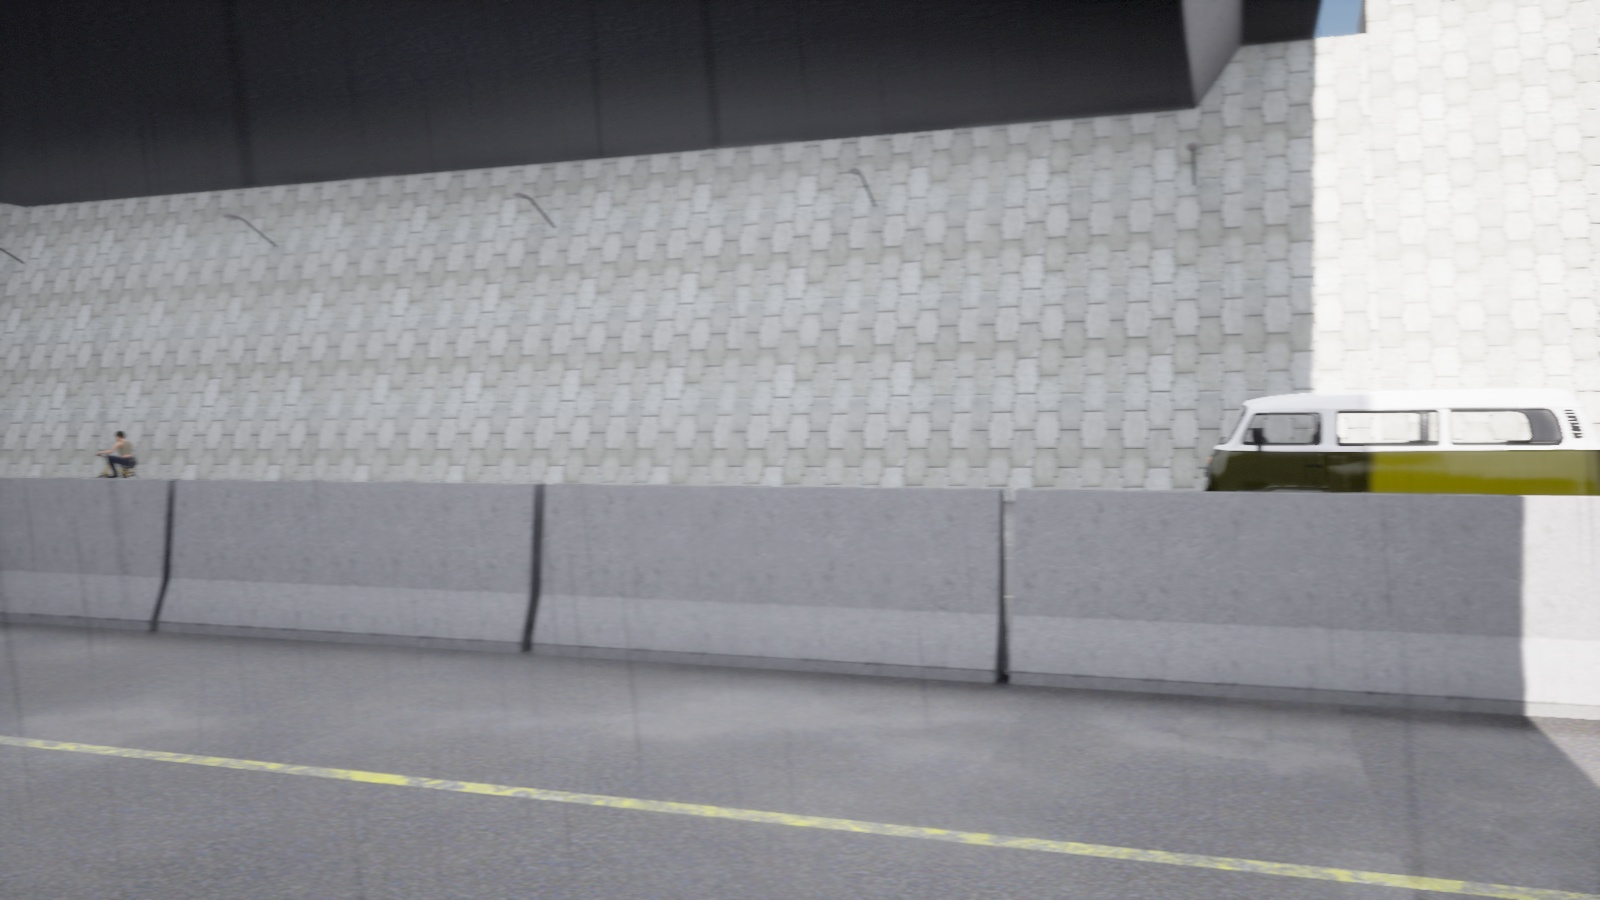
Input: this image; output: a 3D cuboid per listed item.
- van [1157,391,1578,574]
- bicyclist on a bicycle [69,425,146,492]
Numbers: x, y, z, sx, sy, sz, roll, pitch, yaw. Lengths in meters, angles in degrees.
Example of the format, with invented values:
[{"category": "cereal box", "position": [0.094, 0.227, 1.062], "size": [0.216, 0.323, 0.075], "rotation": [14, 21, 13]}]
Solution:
[{"category": "van", "position": [6.843, 0.325, 15.657], "size": [4.480, 2.038, 2.069], "rotation": [1, 1, 19]}, {"category": "bicyclist on a bicycle", "position": [-17.151, 0.199, 31.119], "size": [1.509, 1.612, 0.866], "rotation": [1, 1, 19]}]
